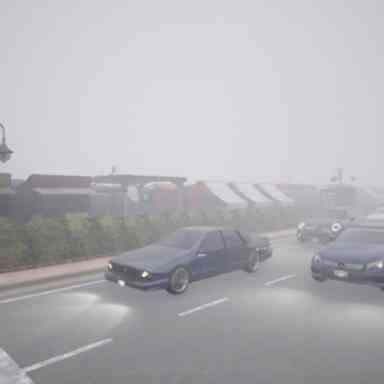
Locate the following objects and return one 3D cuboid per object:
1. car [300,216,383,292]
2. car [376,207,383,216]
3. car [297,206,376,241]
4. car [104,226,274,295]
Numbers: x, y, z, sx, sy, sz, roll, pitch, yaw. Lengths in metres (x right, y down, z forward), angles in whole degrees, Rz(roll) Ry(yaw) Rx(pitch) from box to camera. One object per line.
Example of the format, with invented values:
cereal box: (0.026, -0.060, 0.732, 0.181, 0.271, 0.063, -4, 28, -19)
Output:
car: (5.050, 1.620, 9.319, 1.812, 1.442, 4.674, -2, -1, 45)
car: (13.270, 1.727, 22.506, 1.812, 1.442, 4.674, -2, -1, 45)
car: (6.997, 1.535, 16.253, 4.553, 1.767, 2.097, 0, -1, -45)
car: (0.267, 1.709, 9.510, 2.033, 1.411, 5.357, -2, -1, 45)
